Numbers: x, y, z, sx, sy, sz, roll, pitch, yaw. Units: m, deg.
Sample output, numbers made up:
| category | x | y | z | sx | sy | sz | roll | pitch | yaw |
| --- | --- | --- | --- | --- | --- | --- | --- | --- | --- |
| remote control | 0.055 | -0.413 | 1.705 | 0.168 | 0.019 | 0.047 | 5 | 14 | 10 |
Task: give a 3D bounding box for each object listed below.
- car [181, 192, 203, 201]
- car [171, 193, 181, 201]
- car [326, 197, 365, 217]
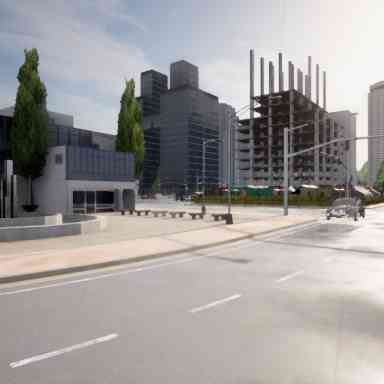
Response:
| category | x | y | z | sx | sy | sz | roll | pitch | yaw |
| --- | --- | --- | --- | --- | --- | --- | --- | --- | --- |
| car | -0.055 | 1.395 | 74.938 | 1.970 | 1.475 | 3.806 | 0 | 0 | 37 |
| car | -2.353 | 1.156 | 76.699 | 1.905 | 1.878 | 3.866 | 0 | 0 | 37 |
| car | 10.169 | 1.115 | 21.843 | 1.837 | 1.490 | 4.892 | 0 | 0 | 36 |
